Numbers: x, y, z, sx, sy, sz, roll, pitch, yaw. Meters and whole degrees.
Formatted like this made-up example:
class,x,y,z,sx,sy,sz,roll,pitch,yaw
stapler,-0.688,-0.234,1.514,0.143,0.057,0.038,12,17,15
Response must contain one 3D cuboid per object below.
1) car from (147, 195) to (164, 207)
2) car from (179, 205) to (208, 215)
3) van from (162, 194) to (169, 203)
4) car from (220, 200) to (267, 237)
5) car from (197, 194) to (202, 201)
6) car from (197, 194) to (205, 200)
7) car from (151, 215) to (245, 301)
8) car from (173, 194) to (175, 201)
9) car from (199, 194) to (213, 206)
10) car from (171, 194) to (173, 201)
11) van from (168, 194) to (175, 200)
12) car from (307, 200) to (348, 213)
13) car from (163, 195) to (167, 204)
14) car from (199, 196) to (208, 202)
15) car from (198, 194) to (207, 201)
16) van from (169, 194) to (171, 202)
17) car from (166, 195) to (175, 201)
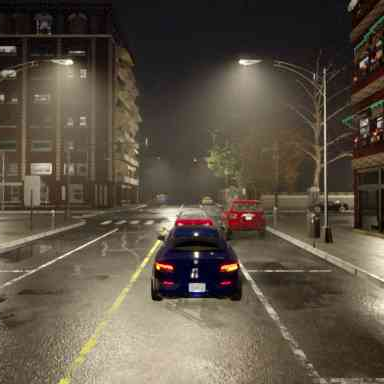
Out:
class,x,y,z,sx,sy,sz,roll,pitch,yaw
car,-5.745,1.614,50.614,1.802,1.307,4.206,1,0,0
car,0.076,1.609,17.936,1.895,1.301,4.718,0,0,0
van,-5.756,1.383,61.690,1.690,1.788,3.998,1,0,0
car,2.683,1.323,18.126,2.192,1.841,5.009,1,0,0
car,2.605,1.604,72.770,2.008,1.369,4.403,1,0,0
car,2.579,1.395,94.923,2.192,1.841,5.009,1,0,0
car,0.090,1.529,8.193,1.812,1.442,4.674,0,0,0
car,-5.782,1.610,78.306,2.008,1.369,4.403,1,0,0
car,2.628,1.562,56.327,1.752,1.417,4.829,1,0,0
car,-5.775,1.635,72.767,1.802,1.307,4.206,1,0,0
van,-5.801,1.421,94.922,1.690,1.788,3.998,1,0,0
car,15.163,1.609,37.176,4.313,1.339,1.947,0,-1,0
car,-5.753,1.619,56.151,1.802,1.307,4.206,1,0,0
car,2.597,1.626,78.309,1.947,1.339,4.313,1,0,0
car,2.594,1.381,83.848,2.192,1.841,5.009,1,0,0
van,-5.763,1.388,67.229,1.690,1.788,3.998,1,0,0
car,-5.798,1.624,89.383,2.008,1.369,4.403,1,0,0
